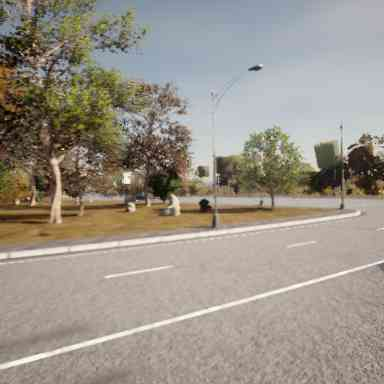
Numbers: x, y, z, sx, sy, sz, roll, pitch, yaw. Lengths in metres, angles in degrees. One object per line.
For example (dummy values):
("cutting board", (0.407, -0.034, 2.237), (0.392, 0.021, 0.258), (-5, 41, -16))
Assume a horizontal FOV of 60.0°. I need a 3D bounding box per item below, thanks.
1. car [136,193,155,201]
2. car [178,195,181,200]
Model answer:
("car", (-8.447, 0.904, 61.566), (2.033, 1.411, 5.357), (-3, 1, -38))
("car", (-3.971, 0.715, 61.547), (1.812, 1.442, 4.674), (-3, 1, -38))
